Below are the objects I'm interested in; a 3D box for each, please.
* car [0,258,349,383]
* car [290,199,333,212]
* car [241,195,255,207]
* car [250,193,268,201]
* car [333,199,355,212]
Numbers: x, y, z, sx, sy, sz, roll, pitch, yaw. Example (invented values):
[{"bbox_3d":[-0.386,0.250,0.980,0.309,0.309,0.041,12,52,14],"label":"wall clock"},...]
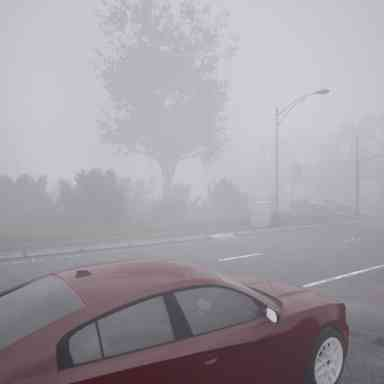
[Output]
[{"bbox_3d":[-0.320,1.478,3.516,5.008,1.535,1.882,0,0,-35],"label":"car"},{"bbox_3d":[13.558,1.537,38.764,1.812,1.442,4.674,0,0,-31],"label":"car"},{"bbox_3d":[6.666,1.496,49.634,1.837,1.490,4.892,0,1,-33],"label":"car"},{"bbox_3d":[9.635,1.213,51.498,2.150,2.045,5.566,0,1,-33],"label":"car"},{"bbox_3d":[17.008,1.538,39.850,1.812,1.442,4.674,0,0,-32],"label":"car"}]
